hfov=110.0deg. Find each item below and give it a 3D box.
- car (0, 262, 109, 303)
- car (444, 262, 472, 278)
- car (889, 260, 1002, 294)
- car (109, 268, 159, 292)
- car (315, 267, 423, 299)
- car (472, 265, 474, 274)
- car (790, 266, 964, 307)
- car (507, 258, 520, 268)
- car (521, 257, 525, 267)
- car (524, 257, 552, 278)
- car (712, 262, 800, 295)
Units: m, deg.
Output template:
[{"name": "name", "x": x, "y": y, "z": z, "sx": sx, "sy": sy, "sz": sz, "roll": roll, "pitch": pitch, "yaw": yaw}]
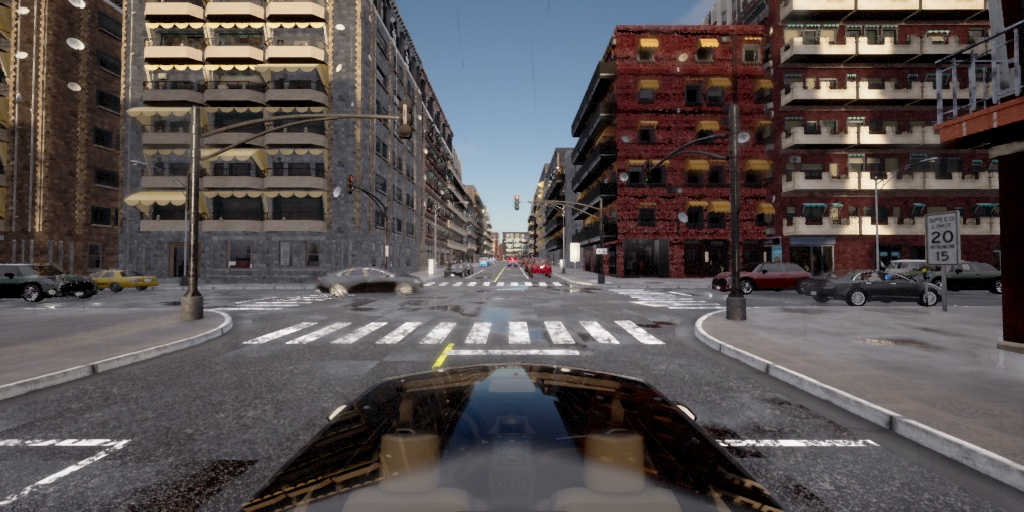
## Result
[{"name": "car", "x": -21.954, "y": 1.142, "z": 16.355, "sx": 4.553, "sy": 1.767, "sz": 2.097, "roll": 0, "pitch": -1, "yaw": 0}, {"name": "car", "x": -5.277, "y": 1.329, "z": 34.017, "sx": 1.948, "sy": 1.339, "sz": 4.313, "roll": 0, "pitch": 0, "yaw": 0}, {"name": "car", "x": 23.085, "y": 1.079, "z": 19.145, "sx": 4.553, "sy": 1.767, "sz": 2.097, "roll": 0, "pitch": -1, "yaw": 0}, {"name": "car", "x": -24.420, "y": 1.436, "z": 21.762, "sx": 4.829, "sy": 1.417, "sz": 1.751, "roll": 0, "pitch": 0, "yaw": 0}, {"name": "car", "x": -6.898, "y": 1.267, "z": 17.641, "sx": 4.902, "sy": 1.511, "sz": 2.128, "roll": 0, "pitch": -1, "yaw": -19}, {"name": "car", "x": -5.271, "y": 1.332, "z": 39.578, "sx": 1.948, "sy": 1.339, "sz": 4.313, "roll": 0, "pitch": 0, "yaw": 0}, {"name": "car", "x": 13.759, "y": 1.186, "z": 13.747, "sx": 4.403, "sy": 1.370, "sz": 2.007, "roll": 0, "pitch": 0, "yaw": 0}, {"name": "car", "x": 0.072, "y": 1.425, "z": 63.670, "sx": 1.895, "sy": 1.301, "sz": 4.718, "roll": 0, "pitch": 0, "yaw": 0}, {"name": "car", "x": 2.617, "y": 1.087, "z": 45.176, "sx": 2.192, "sy": 1.841, "sz": 5.009, "roll": 0, "pitch": 0, "yaw": 0}, {"name": "car", "x": 2.604, "y": 1.078, "z": 34.053, "sx": 2.192, "sy": 1.841, "sz": 5.009, "roll": 0, "pitch": 0, "yaw": 0}, {"name": "car", "x": 13.236, "y": 1.102, "z": 19.159, "sx": 4.553, "sy": 1.767, "sz": 2.097, "roll": 0, "pitch": -1, "yaw": -1}]
